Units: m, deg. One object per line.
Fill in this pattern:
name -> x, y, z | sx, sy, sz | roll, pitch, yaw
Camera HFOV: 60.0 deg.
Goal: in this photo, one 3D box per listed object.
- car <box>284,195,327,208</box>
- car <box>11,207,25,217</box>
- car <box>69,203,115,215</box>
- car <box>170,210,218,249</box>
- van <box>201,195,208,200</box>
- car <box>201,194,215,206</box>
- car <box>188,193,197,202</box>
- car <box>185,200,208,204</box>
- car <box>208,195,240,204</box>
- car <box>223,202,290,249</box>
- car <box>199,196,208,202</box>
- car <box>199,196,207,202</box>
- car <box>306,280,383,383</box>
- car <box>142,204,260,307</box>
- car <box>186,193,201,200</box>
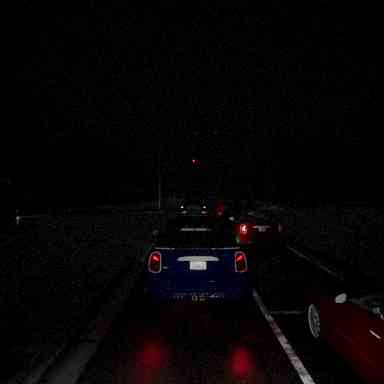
car -> 13.584, 1.129, 39.904 | 4.892, 1.490, 1.837 | -2, 1, 0
car -> -21.121, 2.115, 36.962 | 4.674, 1.442, 1.812 | -2, 1, 0
car -> -10.996, 1.895, 36.949 | 4.718, 1.301, 1.895 | -2, 1, 0
car -> 0.102, 1.603, 15.491 | 1.895, 1.301, 4.718 | 0, 0, 0
van -> 2.650, 1.382, 51.572 | 1.690, 1.788, 3.998 | -1, 0, 0
car -> 2.652, 1.366, 56.978 | 2.192, 1.841, 5.009 | -1, 0, 0
car -> 0.039, 1.332, 79.698 | 2.150, 2.045, 5.566 | 0, 0, 0
car -> 0.114, 1.572, 25.503 | 1.994, 1.385, 4.181 | 0, 0, -1
car -> 2.637, 1.323, 25.210 | 2.192, 1.841, 5.009 | -1, 0, 0
car -> 2.634, 1.441, 14.406 | 1.967, 1.590, 4.097 | -1, 0, 0
car -> 2.665, 1.654, 78.603 | 2.008, 1.369, 4.403 | -1, 0, 0
car -> 2.668, 1.664, 84.010 | 1.887, 1.381, 4.507 | -1, 0, 0
car -> 2.631, 1.581, 3.601 | 1.802, 1.307, 4.206 | -1, 0, 0
car -> 0.073, 1.352, 8.156 | 2.097, 1.767, 4.553 | 0, 0, -1
car -> 0.051, 1.393, 51.718 | 2.097, 1.767, 4.553 | 0, 0, 0
